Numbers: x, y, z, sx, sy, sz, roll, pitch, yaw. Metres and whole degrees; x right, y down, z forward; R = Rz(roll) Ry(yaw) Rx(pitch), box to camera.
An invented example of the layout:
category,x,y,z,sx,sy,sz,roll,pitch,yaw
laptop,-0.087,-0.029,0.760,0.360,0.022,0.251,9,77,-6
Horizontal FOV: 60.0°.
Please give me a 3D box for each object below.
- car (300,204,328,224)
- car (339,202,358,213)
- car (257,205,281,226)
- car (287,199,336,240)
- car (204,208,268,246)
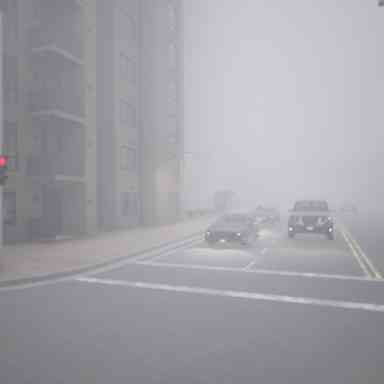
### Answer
category,x,y,z,sx,sy,sz,roll,pitch,yaw
car,10.508,1.824,28.419,2.033,1.411,5.357,-1,-1,21
car,19.513,1.921,41.609,1.994,1.385,4.181,-1,-1,22
car,5.781,1.785,25.931,2.128,1.511,4.902,-1,-1,21
car,6.642,1.406,18.509,2.150,2.045,5.566,-1,-1,21
car,2.282,1.757,16.933,2.033,1.411,5.357,-1,-1,21
